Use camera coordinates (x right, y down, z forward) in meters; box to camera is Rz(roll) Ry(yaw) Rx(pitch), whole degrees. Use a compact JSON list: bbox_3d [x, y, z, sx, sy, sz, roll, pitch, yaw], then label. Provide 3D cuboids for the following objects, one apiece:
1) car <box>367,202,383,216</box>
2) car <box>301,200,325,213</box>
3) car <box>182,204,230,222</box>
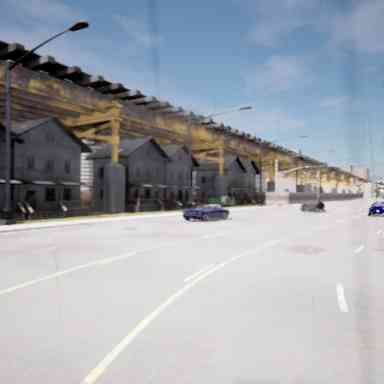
[{"bbox_3d":[19.824,1.757,35.061,1.812,1.442,4.674,0,0,35],"label":"car"},{"bbox_3d":[14.673,1.693,40.247,1.882,1.535,5.008,0,0,35],"label":"car"},{"bbox_3d":[1.210,1.693,27.104,1.895,1.301,4.718,0,0,35],"label":"car"}]
